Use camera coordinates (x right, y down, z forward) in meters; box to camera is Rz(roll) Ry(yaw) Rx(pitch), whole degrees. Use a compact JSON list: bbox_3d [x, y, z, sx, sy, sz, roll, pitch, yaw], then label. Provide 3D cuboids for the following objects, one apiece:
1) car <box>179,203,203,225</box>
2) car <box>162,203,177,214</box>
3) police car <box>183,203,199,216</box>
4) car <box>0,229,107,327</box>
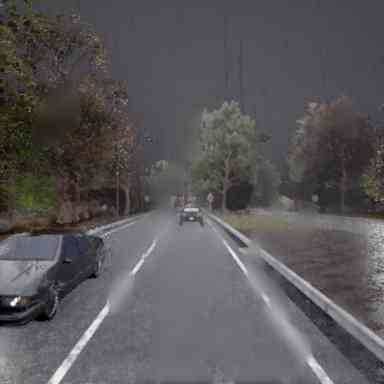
[{"bbox_3d":[-0.050,1.884,27.190,1.812,1.442,4.674,0,-2,0],"label":"car"},{"bbox_3d":[-3.588,2.518,52.875,2.097,1.767,4.553,0,-2,0],"label":"car"},{"bbox_3d":[-0.150,2.295,44.058,1.930,1.638,5.238,0,-2,0],"label":"police car"},{"bbox_3d":[-3.390,1.588,7.577,2.033,1.411,5.357,0,0,0],"label":"car"}]
